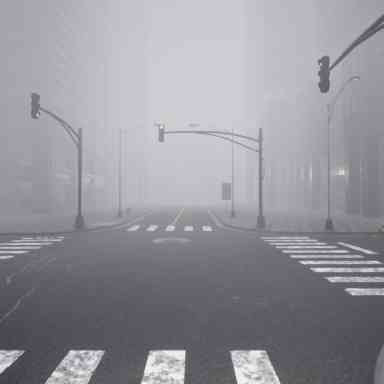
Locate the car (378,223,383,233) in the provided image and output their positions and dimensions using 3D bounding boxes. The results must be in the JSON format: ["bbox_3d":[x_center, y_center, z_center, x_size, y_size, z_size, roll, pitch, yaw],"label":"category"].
[{"bbox_3d":[11.756,1.564,16.241,4.829,1.417,1.752,0,-1,0],"label":"car"}]
